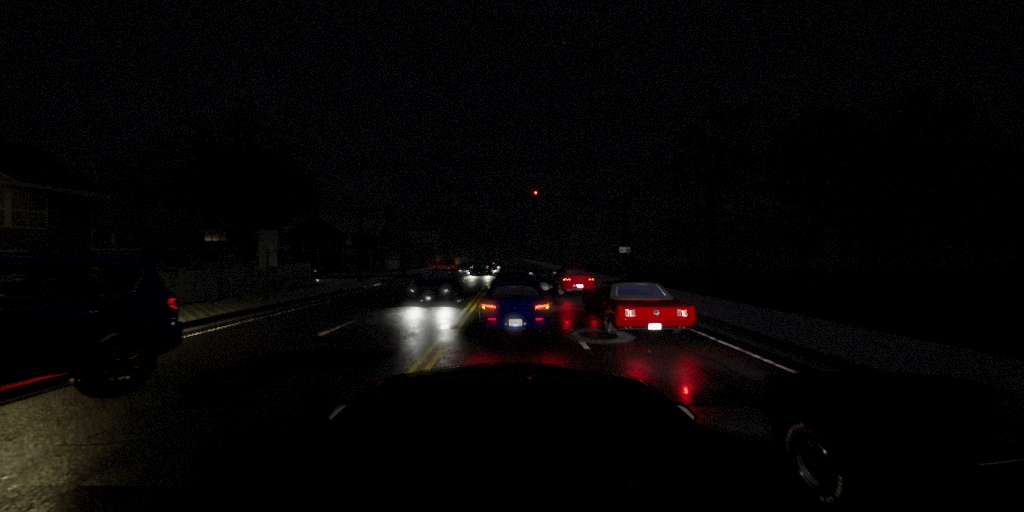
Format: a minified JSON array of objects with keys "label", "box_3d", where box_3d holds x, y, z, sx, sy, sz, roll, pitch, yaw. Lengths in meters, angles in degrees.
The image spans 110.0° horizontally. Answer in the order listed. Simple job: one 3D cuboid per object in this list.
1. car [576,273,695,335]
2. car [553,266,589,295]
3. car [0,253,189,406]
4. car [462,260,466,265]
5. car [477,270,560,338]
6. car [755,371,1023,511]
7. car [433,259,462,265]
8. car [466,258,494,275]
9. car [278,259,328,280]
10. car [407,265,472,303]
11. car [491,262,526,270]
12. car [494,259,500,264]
[{"label":"car","box_3d":[3.340,1.358,10.568,1.895,1.301,4.718,0,0,0]},{"label":"car","box_3d":[3.319,1.291,19.676,1.812,1.442,4.674,0,0,0]},{"label":"car","box_3d":[-6.601,0.974,3.642,2.150,2.045,5.566,0,0,0]},{"label":"car","box_3d":[-6.568,1.325,51.666,2.033,1.411,5.357,0,0,0]},{"label":"car","box_3d":[0.087,1.283,10.087,1.812,1.442,4.674,0,0,0]},{"label":"car","box_3d":[3.348,1.351,1.400,1.895,1.301,4.718,0,0,0]},{"label":"car","box_3d":[-6.583,1.127,35.450,2.097,1.767,4.553,0,0,0]},{"label":"car","box_3d":[-3.331,1.129,38.479,2.097,1.767,4.553,0,0,0]},{"label":"car","box_3d":[-18.199,1.154,30.397,4.553,1.767,2.097,0,0,0]},{"label":"car","box_3d":[-3.344,1.310,16.975,2.033,1.411,5.357,0,0,0]},{"label":"car","box_3d":[0.066,1.270,19.349,1.837,1.490,4.892,0,0,0]},{"label":"car","box_3d":[-3.316,1.130,52.851,2.097,1.767,4.553,0,0,0]}]
